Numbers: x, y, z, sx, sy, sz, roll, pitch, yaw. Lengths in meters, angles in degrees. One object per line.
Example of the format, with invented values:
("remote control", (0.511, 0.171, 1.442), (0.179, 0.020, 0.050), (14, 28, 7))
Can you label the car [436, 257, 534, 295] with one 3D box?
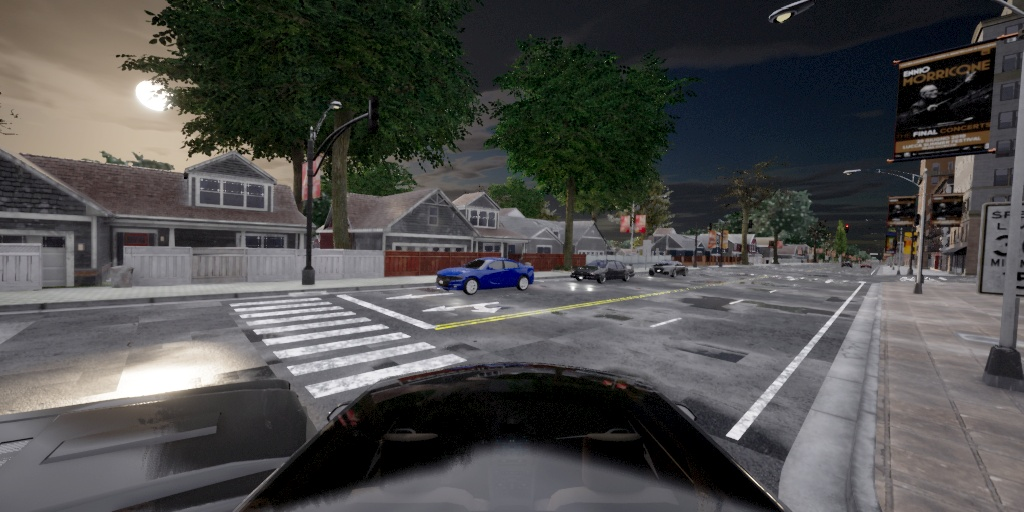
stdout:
("car", (-1.107, 0.812, 16.473), (5.008, 1.535, 1.882), (0, 2, -44))

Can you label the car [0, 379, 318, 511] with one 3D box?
("car", (-3.311, 1.288, 1.289), (4.718, 1.301, 1.895), (1, 2, -34))

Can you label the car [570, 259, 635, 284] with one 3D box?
("car", (6.063, 0.940, 23.389), (5.357, 1.411, 2.033), (0, 2, -44))

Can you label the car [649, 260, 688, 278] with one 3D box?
("car", (13.264, 1.018, 30.307), (4.181, 1.385, 1.994), (0, 2, -44))
